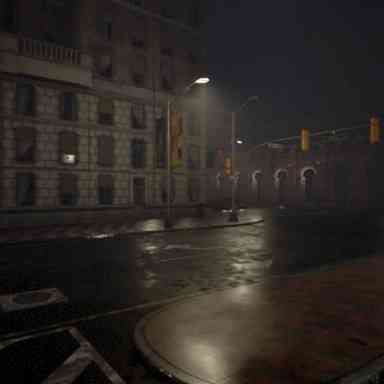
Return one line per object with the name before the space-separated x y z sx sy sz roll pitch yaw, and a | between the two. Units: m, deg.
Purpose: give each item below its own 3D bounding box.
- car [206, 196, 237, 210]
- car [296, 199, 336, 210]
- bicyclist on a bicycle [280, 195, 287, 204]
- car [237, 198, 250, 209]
car | 2.906 1.546 43.269 2.033 1.411 5.357 0 0 -36
car | 15.995 1.598 43.239 1.895 1.301 4.718 0 0 -36
bicyclist on a bicycle | 15.528 1.298 56.489 1.656 1.620 0.582 0 0 -36
car | 5.706 1.503 45.380 1.837 1.490 4.892 0 0 -36
